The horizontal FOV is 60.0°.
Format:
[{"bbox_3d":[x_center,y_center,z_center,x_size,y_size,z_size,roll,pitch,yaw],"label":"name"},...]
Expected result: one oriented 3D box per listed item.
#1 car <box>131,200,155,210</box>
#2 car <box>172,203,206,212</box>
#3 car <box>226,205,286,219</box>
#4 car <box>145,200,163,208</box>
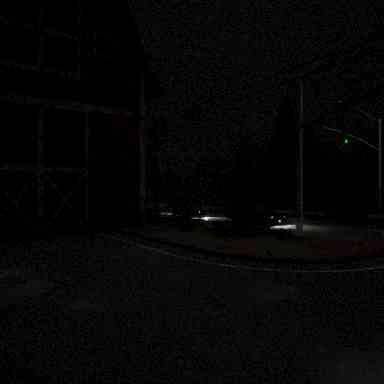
[{"bbox_3d":[-7.472,1.886,50.625,1.994,1.385,4.181,0,0,-34],"label":"car"},{"bbox_3d":[-0.399,1.785,33.793,1.994,1.385,4.181,0,0,-34],"label":"car"},{"bbox_3d":[4.823,1.721,26.183,2.033,1.411,5.357,0,0,-34],"label":"car"},{"bbox_3d":[-5.385,1.867,41.056,1.895,1.301,4.718,0,0,-34],"label":"car"}]
